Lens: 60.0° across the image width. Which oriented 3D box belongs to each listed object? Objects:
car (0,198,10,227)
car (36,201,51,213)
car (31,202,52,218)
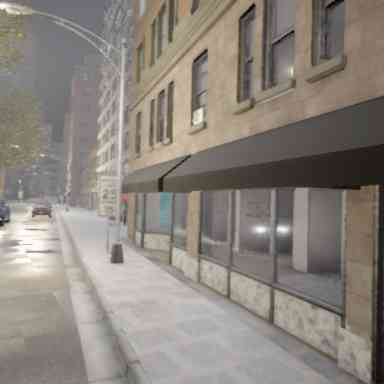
[{"bbox_3d":[-14.959,1.419,24.792,2.150,2.045,5.566,2,-2,-23],"label":"car"},{"bbox_3d":[-21.163,2.103,47.642,1.812,1.442,4.674,2,-2,-23],"label":"car"},{"bbox_3d":[-16.031,1.954,35.500,1.812,1.442,4.674,2,-1,-23],"label":"car"}]
